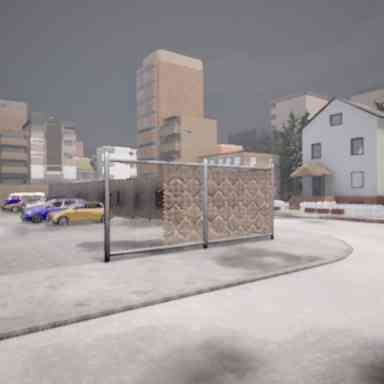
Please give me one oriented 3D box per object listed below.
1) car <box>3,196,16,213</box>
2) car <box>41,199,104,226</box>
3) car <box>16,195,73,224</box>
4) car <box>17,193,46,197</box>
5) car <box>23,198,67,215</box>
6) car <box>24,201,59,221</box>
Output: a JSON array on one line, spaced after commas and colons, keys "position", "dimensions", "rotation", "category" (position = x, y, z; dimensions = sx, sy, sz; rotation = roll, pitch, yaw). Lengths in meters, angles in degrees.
[{"position": [-17.363, 1.437, 35.967], "dimensions": [5.357, 1.415, 2.033], "rotation": [0, 0, -36], "category": "car"}, {"position": [-7.339, 1.378, 21.918], "dimensions": [4.193, 1.474, 1.816], "rotation": [0, 0, -36], "category": "car"}, {"position": [-9.785, 1.314, 24.066], "dimensions": [4.611, 1.667, 2.242], "rotation": [0, 0, -36], "category": "car"}, {"position": [-12.079, 1.208, 27.702], "dimensions": [3.866, 1.878, 1.905], "rotation": [0, 0, -36], "category": "car"}, {"position": [-14.304, 1.373, 32.403], "dimensions": [3.633, 1.501, 1.845], "rotation": [0, 0, -36], "category": "car"}, {"position": [-11.522, 1.422, 25.442], "dimensions": [2.207, 1.379, 1.481], "rotation": [0, 0, -36], "category": "car"}]
